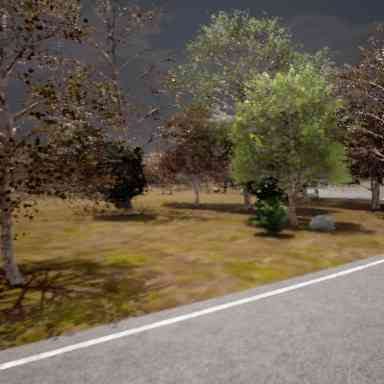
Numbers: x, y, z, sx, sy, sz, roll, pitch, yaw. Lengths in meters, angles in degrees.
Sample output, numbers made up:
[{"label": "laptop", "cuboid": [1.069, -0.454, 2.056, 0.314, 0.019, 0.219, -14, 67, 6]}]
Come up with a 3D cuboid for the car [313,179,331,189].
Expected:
[{"label": "car", "cuboid": [28.767, -1.881, 72.963, 2.150, 2.045, 5.566, -2, 4, 40]}]

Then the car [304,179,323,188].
[{"label": "car", "cuboid": [28.266, -1.947, 77.089, 4.553, 1.767, 2.097, -7, 4, -40]}]
